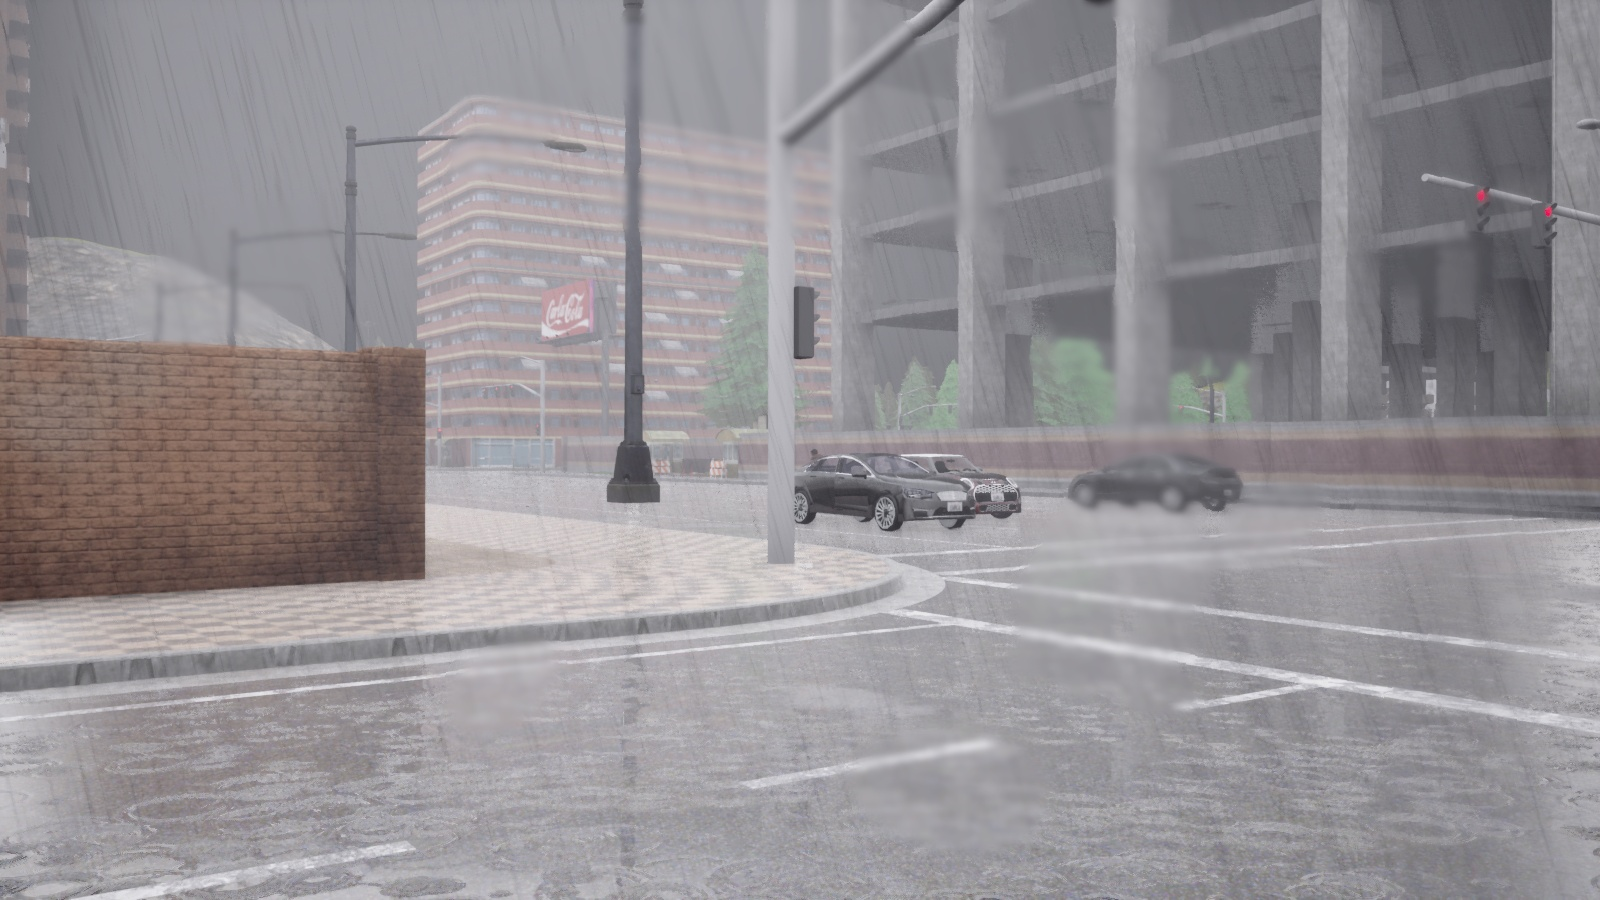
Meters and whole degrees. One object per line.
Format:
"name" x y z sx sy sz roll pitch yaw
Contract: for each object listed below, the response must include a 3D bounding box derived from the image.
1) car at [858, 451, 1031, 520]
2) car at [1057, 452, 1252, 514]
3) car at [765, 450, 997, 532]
"car" 3.293 0.775 29.197 1.970 1.475 3.806 0 0 -34
"car" 9.187 0.811 32.978 1.837 1.490 4.892 0 0 -35
"car" 1.523 0.760 25.587 2.128 1.511 4.902 0 0 -34
